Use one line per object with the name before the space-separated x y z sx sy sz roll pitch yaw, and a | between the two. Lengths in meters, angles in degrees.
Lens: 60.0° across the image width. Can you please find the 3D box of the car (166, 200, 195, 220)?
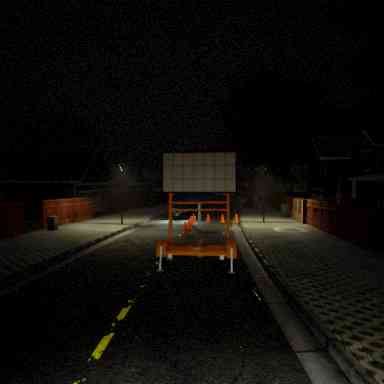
car | -0.835 1.369 26.731 1.812 1.442 4.674 0 1 7

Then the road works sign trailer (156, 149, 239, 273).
road works sign trailer | 0.242 0.438 10.632 2.380 3.560 2.880 0 0 6
